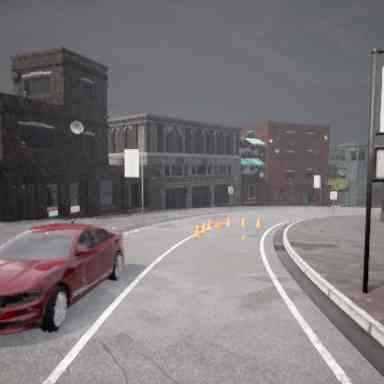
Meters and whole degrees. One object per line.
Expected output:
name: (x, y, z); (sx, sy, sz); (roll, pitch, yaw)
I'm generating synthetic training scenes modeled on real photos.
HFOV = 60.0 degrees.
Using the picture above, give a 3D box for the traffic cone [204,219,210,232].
traffic cone: (0.685, 1.958, 18.945); (0.340, 0.580, 0.340); (1, 0, 12)

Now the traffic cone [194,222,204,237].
traffic cone: (0.268, 1.956, 16.990); (0.340, 0.580, 0.340); (1, 0, 12)

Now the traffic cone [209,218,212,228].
traffic cone: (1.102, 1.959, 20.901); (0.340, 0.580, 0.340); (1, 0, 12)

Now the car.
car: (-2.922, 1.466, 7.100); (1.882, 1.535, 5.008); (0, 0, 5)

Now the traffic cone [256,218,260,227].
traffic cone: (4.441, 2.044, 22.235); (0.340, 0.580, 0.340); (2, 0, 12)

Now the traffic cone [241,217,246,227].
traffic cone: (3.467, 2.014, 22.439); (0.340, 0.580, 0.340); (2, 0, 12)
